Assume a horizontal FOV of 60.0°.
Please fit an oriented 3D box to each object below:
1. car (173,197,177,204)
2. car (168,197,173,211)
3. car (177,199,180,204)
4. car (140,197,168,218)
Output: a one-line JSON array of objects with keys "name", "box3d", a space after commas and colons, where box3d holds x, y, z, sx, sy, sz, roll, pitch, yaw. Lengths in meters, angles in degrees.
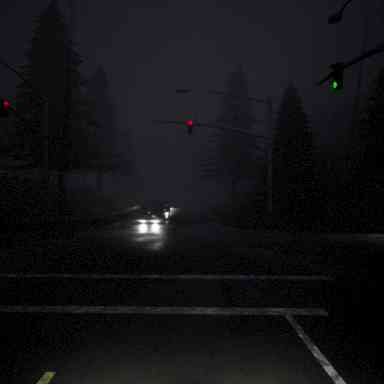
[{"name": "car", "box3d": [-3.937, 1.491, 50.429, 2.128, 1.511, 4.902, 0, 0, -7]}, {"name": "car", "box3d": [-3.648, 1.478, 40.278, 1.882, 1.535, 5.008, 0, 0, 0]}, {"name": "car", "box3d": [-4.099, 1.564, 61.619, 1.994, 1.385, 4.181, 0, 0, -39]}, {"name": "car", "box3d": [-3.653, 1.491, 30.775, 2.128, 1.511, 4.902, 0, 0, 0]}]
